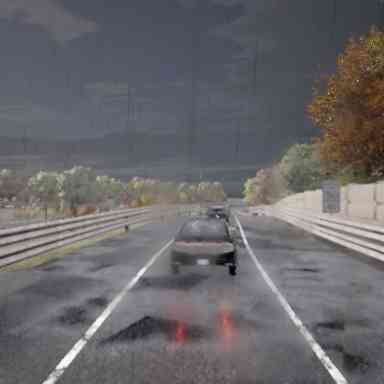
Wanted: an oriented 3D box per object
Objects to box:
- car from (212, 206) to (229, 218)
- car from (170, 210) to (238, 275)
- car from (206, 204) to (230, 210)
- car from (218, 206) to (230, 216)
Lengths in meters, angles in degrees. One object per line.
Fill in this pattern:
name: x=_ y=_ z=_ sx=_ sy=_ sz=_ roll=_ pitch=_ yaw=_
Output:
car: x=3.490 y=2.303 z=39.590 sx=1.895 sy=1.301 sz=4.718 roll=0 pitch=-3 yaw=6
car: x=0.434 y=1.575 z=10.838 sx=2.128 sy=1.511 sz=4.902 roll=0 pitch=0 yaw=4
car: x=2.302 y=1.840 z=29.673 sx=1.837 sy=1.490 sz=4.892 roll=0 pitch=-2 yaw=6
car: x=5.450 y=3.209 z=56.231 sx=1.882 sy=1.535 sz=5.008 roll=0 pitch=-4 yaw=8
